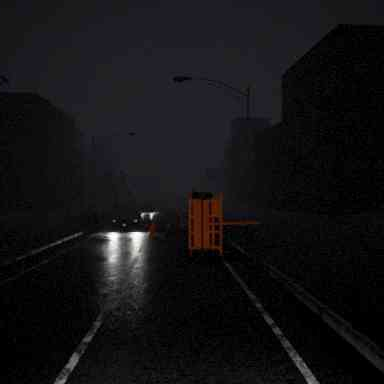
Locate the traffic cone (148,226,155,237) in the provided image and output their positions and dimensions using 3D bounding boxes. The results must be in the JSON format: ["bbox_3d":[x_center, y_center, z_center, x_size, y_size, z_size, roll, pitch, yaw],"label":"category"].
[{"bbox_3d":[-2.240,2.183,18.404,0.340,0.580,0.340,-1,-2,-5],"label":"traffic cone"}]

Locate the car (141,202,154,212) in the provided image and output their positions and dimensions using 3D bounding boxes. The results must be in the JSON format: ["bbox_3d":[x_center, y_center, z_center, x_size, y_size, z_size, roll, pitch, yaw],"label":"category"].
[{"bbox_3d":[-6.526,2.174,48.677,1.994,1.385,4.181,0,1,-5],"label":"car"}]

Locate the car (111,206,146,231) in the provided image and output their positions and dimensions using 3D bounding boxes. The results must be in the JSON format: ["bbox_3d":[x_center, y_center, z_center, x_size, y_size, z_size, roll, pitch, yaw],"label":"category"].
[{"bbox_3d":[-4.515,1.906,23.551,1.812,1.442,4.674,0,-2,-5],"label":"car"}]

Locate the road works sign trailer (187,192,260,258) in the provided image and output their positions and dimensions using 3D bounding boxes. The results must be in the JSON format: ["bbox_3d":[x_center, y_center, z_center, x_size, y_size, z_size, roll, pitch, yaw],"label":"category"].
[{"bbox_3d":[0.821,1.165,13.288,2.880,2.380,3.560,0,-1,-13],"label":"road works sign trailer"}]
